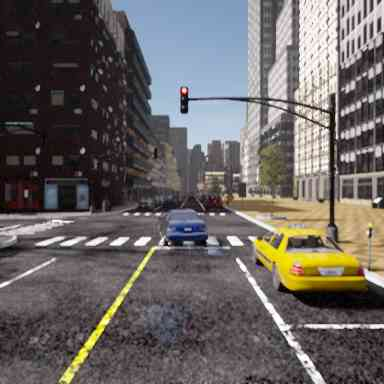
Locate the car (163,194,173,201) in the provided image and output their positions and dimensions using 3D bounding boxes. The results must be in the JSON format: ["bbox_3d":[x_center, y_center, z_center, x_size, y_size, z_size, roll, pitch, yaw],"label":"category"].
[{"bbox_3d":[-5.695,1.253,79.662,1.967,1.590,4.097,0,0,0],"label":"car"}]

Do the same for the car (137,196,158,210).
[{"bbox_3d":[-5.693,1.432,40.976,2.008,1.369,4.403,0,0,0],"label":"car"}]

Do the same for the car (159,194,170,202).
[{"bbox_3d":[-5.694,1.270,68.609,1.967,1.590,4.097,0,0,0],"label":"car"}]

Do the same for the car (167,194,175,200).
[{"bbox_3d":[-5.694,1.325,90.546,1.752,1.417,4.829,0,0,0],"label":"car"}]

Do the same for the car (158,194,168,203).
[{"bbox_3d":[-5.693,1.398,57.556,2.008,1.369,4.403,0,0,0],"label":"car"}]

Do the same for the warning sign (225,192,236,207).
[{"bbox_3d":[5.072,0.989,44.232,1.300,1.860,1.060,0,0,0],"label":"warning sign"}]

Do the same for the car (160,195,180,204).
[{"bbox_3d":[-3.092,1.466,47.929,1.895,1.301,4.718,0,0,0],"label":"car"}]

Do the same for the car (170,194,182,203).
[{"bbox_3d":[-3.033,1.340,64.681,1.837,1.490,4.892,0,0,1],"label":"car"}]

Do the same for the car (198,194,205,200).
[{"bbox_3d":[2.686,1.325,90.886,1.752,1.417,4.829,0,0,0],"label":"car"}]

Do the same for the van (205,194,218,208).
[{"bbox_3d":[2.686,1.210,46.502,1.690,1.788,3.998,0,0,0],"label":"van"}]

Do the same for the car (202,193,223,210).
[{"bbox_3d":[2.686,1.196,40.976,2.192,1.841,5.009,0,0,0],"label":"car"}]

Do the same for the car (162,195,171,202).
[{"bbox_3d":[-5.694,1.403,74.136,1.802,1.307,4.206,0,0,0],"label":"car"}]

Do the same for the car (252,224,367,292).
[{"bbox_3d":[2.687,1.497,8.734,1.752,1.417,4.829,0,0,0],"label":"car"}]

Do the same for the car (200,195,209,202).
[{"bbox_3d":[2.686,1.366,74.136,1.887,1.381,4.507,0,0,0],"label":"car"}]

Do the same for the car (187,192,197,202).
[{"bbox_3d":[0.000,1.328,69.752,1.837,1.490,4.892,0,0,0],"label":"car"}]

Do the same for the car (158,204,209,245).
[{"bbox_3d":[-0.537,1.518,15.487,2.033,1.411,5.357,0,0,-8],"label":"car"}]

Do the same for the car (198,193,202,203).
[{"bbox_3d":[2.685,1.153,63.081,2.192,1.841,5.009,0,0,0],"label":"car"}]

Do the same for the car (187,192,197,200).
[{"bbox_3d":[0.000,0.951,80.199,2.150,2.045,5.566,0,0,0],"label":"car"}]
